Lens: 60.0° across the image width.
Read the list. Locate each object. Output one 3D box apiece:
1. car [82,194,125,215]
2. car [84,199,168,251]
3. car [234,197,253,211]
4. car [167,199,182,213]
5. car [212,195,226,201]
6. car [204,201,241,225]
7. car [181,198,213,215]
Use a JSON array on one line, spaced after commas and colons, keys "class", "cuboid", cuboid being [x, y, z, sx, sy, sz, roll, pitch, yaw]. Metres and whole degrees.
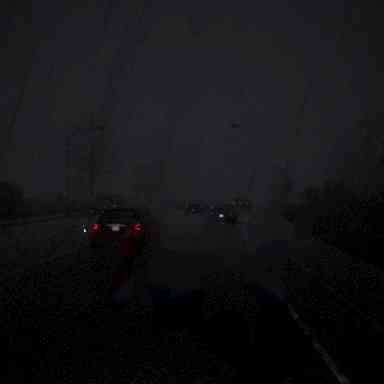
[{"class": "car", "cuboid": [-7.613, 1.217, 29.743, 2.150, 2.045, 5.566, 0, 0, 11]}, {"class": "car", "cuboid": [-2.589, 1.356, 14.247, 2.097, 1.767, 4.553, 0, 0, 5]}, {"class": "car", "cuboid": [6.340, 1.394, 41.459, 2.097, 1.767, 4.553, 0, 0, 17]}, {"class": "car", "cuboid": [-2.185, 1.491, 37.762, 1.882, 1.535, 5.008, 0, 0, 15]}, {"class": "car", "cuboid": [5.371, 1.419, 68.094, 1.882, 1.535, 5.008, 0, 0, 26]}, {"class": "car", "cuboid": [2.323, 1.586, 24.455, 1.994, 1.385, 4.181, 0, 0, 10]}, {"class": "car", "cuboid": [0.624, 1.546, 33.756, 1.812, 1.442, 4.674, 0, 0, 13]}]
